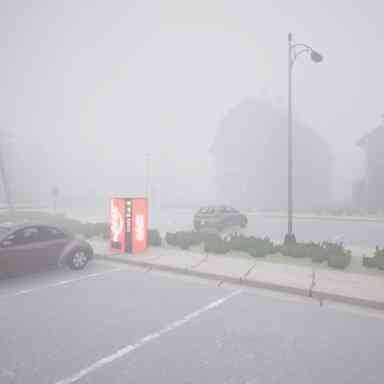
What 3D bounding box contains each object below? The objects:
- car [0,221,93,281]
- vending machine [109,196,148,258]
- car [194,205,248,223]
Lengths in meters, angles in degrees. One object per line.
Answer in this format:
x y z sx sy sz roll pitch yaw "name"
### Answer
-4.678 1.521 8.913 1.784 1.438 3.905 0 0 36 "car"
-2.267 1.195 11.933 0.880 2.100 1.100 0 0 35 "vending machine"
1.793 1.506 20.096 1.816 1.474 4.193 0 0 36 "car"
